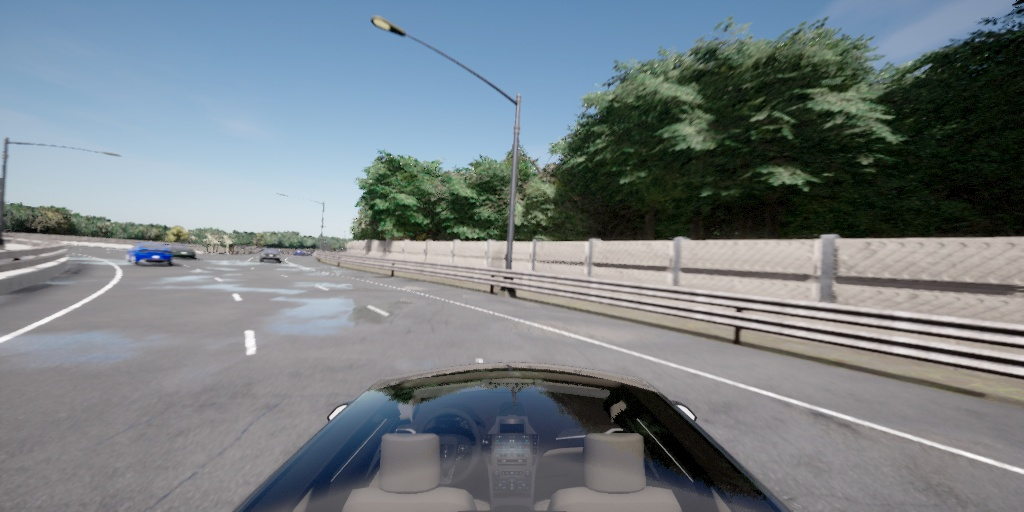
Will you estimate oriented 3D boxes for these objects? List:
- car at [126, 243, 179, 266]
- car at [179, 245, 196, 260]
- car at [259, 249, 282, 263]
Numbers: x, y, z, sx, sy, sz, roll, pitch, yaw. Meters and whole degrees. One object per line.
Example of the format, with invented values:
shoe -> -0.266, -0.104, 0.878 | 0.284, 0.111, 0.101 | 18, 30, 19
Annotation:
car -> -25.658, -0.189, 25.399 | 5.008, 1.535, 1.882 | 3, -1, 38
car -> -31.619, -0.417, 33.820 | 4.181, 1.385, 1.994 | 3, 0, 33
car -> -26.011, -0.070, 38.638 | 2.033, 1.411, 5.357 | 4, 0, -35
